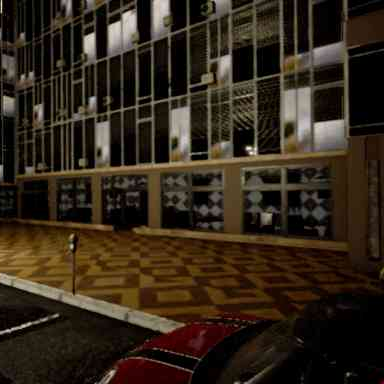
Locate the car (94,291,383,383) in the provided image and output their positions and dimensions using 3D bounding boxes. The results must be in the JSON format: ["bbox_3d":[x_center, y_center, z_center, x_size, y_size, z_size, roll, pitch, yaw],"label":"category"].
[{"bbox_3d":[1.074,1.443,2.110,4.097,1.590,1.967,-1,0,36],"label":"car"}]
